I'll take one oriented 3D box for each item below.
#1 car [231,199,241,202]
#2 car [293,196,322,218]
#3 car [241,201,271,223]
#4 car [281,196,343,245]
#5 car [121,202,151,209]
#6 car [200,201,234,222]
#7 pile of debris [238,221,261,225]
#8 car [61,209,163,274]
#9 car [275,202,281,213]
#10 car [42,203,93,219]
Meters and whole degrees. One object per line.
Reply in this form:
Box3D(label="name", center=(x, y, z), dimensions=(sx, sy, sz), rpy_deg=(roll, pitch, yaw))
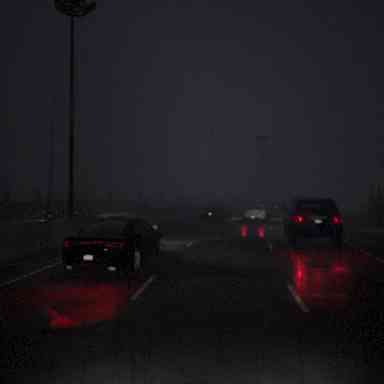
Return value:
Box3D(label="car", center=(8.447, 2.159, 67.034), dimensions=(1.994, 1.385, 4.181), rpy_deg=(-1, -1, 41))
Box3D(label="car", center=(11.810, 1.432, 33.817), dimensions=(2.150, 2.045, 5.566), rpy_deg=(0, -1, 25))
Box3D(label="car", center=(5.358, 1.695, 27.210), dimensions=(1.812, 1.442, 4.674), rpy_deg=(0, -1, 20))
Box3D(label="car", center=(5.766, 1.313, 16.285), dimensions=(2.150, 2.045, 5.566), rpy_deg=(0, 0, 12))
Box3D(label="car", center=(-6.137, 1.820, 36.700), dimensions=(1.994, 1.385, 4.181), rpy_deg=(0, -1, 23))
Box3D(label="car", center=(2.116, 1.744, 28.481), dimensions=(1.994, 1.385, 4.181), rpy_deg=(0, -1, 19))
Box3D(label="pile of debris", center=(4.364, 2.328, 25.052), dimensions=(1.500, 0.140, 1.860), rpy_deg=(0, 0, 18))
Box3D(label="car", center=(-2.290, 1.535, 10.931), dimensions=(1.882, 1.535, 5.008), rpy_deg=(0, 0, 8))
Box3D(label="car", center=(11.793, 1.830, 41.235), dimensions=(2.033, 1.411, 5.357), rpy_deg=(0, -1, 29))
Box3D(label="car", center=(-11.755, 1.763, 31.896), dimensions=(2.033, 1.411, 5.357), rpy_deg=(0, -1, 19))
